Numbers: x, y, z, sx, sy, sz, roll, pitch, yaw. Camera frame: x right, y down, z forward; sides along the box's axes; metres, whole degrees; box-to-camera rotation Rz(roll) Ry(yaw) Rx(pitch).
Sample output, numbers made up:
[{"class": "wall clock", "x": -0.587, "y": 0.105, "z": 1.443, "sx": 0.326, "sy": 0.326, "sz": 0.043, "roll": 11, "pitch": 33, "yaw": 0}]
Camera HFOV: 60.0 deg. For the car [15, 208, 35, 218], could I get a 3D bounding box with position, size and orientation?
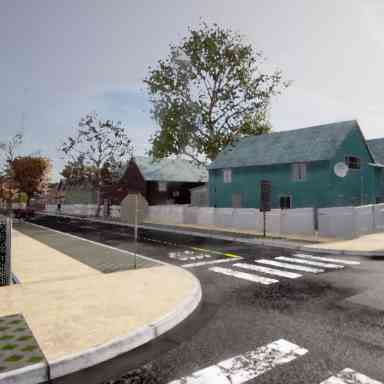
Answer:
[{"class": "car", "x": -22.317, "y": 2.780, "z": 44.407, "sx": 1.895, "sy": 1.301, "sz": 4.718, "roll": 1, "pitch": -2, "yaw": -35}]
